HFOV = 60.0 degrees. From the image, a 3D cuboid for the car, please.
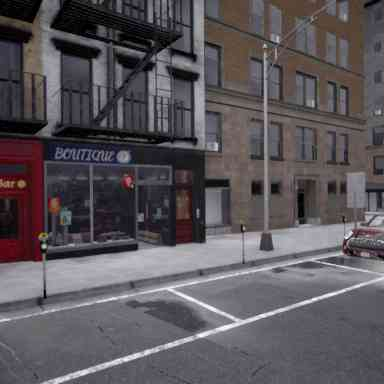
[{"bbox_3d":[7.043,1.441,11.592,4.097,1.590,1.967,0,-1,-36],"label":"car"}]
